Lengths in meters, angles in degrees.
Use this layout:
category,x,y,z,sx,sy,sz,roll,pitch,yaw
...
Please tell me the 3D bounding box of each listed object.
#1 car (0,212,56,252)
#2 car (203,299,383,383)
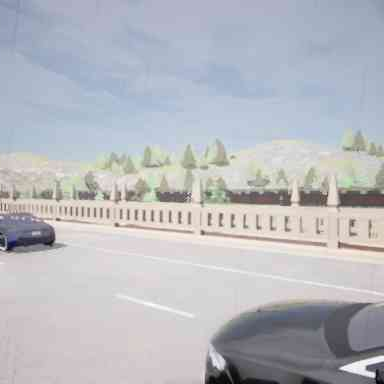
category,x,y,z,sx,sy,sz,roll,pitch,yaw
car,-7.572,1.545,13.949,4.181,1.385,1.994,0,0,37
car,2.336,1.495,2.346,4.902,1.511,2.128,0,0,36
